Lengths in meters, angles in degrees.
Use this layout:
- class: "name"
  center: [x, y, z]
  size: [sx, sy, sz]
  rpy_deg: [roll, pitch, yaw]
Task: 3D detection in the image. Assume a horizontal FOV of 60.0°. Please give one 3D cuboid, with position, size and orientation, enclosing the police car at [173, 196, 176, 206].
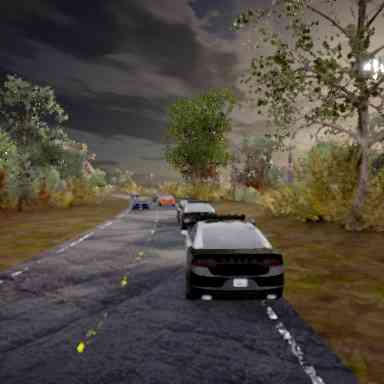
- class: "police car"
  center: [-0.175, 1.205, 24.449]
  size: [1.930, 1.638, 5.238]
  rpy_deg: [0, 1, -5]

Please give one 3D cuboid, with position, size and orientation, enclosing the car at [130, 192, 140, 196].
- class: "car"
  center: [-12.980, 0.711, 75.624]
  size: [1.882, 1.535, 5.008]
  rpy_deg: [0, 1, -14]

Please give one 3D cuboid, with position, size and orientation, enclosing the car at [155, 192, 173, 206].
- class: "car"
  center: [-3.516, 0.944, 45.269]
  size: [2.097, 1.767, 4.553]
  rpy_deg: [0, 0, -9]

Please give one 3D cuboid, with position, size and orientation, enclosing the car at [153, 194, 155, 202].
- class: "car"
  center: [-5.746, 0.830, 58.070]
  size: [2.097, 1.767, 4.553]
  rpy_deg: [0, 1, -11]

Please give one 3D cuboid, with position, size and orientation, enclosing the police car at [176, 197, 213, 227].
- class: "police car"
  center: [0.276, 1.259, 18.419]
  size: [1.930, 1.638, 5.238]
  rpy_deg: [0, 1, -4]

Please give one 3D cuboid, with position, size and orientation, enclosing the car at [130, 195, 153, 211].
- class: "car"
  center: [-5.305, 1.289, 34.889]
  size: [1.895, 1.301, 4.718]
  rpy_deg: [0, 1, -7]

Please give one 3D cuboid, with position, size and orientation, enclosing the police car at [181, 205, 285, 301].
- class: "police car"
  center: [0.759, 1.349, 8.352]
  size: [1.930, 1.638, 5.238]
  rpy_deg: [0, 1, -2]
